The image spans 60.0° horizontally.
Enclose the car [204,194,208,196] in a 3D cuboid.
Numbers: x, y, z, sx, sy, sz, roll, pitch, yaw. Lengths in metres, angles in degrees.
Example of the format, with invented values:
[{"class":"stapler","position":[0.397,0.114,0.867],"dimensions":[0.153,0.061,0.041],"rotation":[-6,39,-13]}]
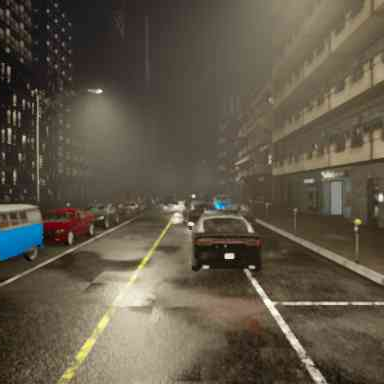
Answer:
[{"class":"car","position":[2.754,1.252,42.344],"dimensions":[1.887,1.381,4.507],"rotation":[0,0,0]}]

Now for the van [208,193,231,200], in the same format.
[{"class":"van","position":[2.736,1.119,31.298],"dimensions":[1.690,1.788,3.998],"rotation":[0,0,0]}]

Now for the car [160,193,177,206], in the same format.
[{"class":"car","position":[-2.950,1.224,47.338],"dimensions":[2.033,1.411,5.357],"rotation":[0,0,1]}]

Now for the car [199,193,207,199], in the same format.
[{"class":"car","position":[2.823,0.968,86.697],"dimensions":[1.752,1.417,4.829],"rotation":[0,0,0]}]

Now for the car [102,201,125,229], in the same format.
[{"class":"car","position":[-5.661,1.419,20.268],"dimensions":[1.947,1.339,4.313],"rotation":[0,0,0]}]

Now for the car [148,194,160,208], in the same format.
[{"class":"car","position":[-5.627,1.258,42.358],"dimensions":[2.008,1.369,4.403],"rotation":[0,0,0]}]

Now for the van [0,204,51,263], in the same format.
[{"class":"van","position":[-5.679,1.273,9.220],"dimensions":[1.690,1.788,3.998],"rotation":[0,0,0]}]

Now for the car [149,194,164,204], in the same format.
[{"class":"car","position":[-5.610,1.078,53.404],"dimensions":[1.967,1.590,4.097],"rotation":[0,0,0]}]

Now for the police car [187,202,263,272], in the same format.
[{"class":"police car","position":[0.917,1.346,10.696],"dimensions":[1.930,1.638,5.238],"rotation":[0,0,0]}]

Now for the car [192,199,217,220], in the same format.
[{"class":"car","position":[0.942,1.336,26.587],"dimensions":[1.812,1.442,4.674],"rotation":[0,0,0]}]

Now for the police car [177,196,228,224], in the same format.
[{"class":"police car","position":[0.495,1.276,20.596],"dimensions":[1.930,1.638,5.238],"rotation":[0,0,-8]}]

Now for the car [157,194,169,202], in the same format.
[{"class":"car","position":[-5.592,1.136,64.450],"dimensions":[1.947,1.339,4.313],"rotation":[0,0,0]}]

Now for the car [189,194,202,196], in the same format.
[{"class":"car","position":[0.079,1.295,44.442],"dimensions":[1.895,1.301,4.718],"rotation":[0,0,1]}]

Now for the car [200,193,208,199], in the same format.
[{"class":"car","position":[2.815,0.998,81.173],"dimensions":[1.752,1.417,4.829],"rotation":[0,0,0]}]

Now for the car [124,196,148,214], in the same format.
[{"class":"car","position":[-5.644,1.219,31.313],"dimensions":[1.967,1.590,4.097],"rotation":[0,0,0]}]

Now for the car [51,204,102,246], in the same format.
[{"class":"car","position":[-5.670,1.437,14.745],"dimensions":[1.887,1.381,4.507],"rotation":[0,0,0]}]

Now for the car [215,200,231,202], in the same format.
[{"class":"car","position":[2.720,1.404,20.254],"dimensions":[2.008,1.369,4.403],"rotation":[0,0,0]}]

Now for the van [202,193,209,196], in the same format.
[{"class":"van","position":[2.762,1.014,47.866],"dimensions":[1.690,1.788,3.998],"rotation":[0,0,0]}]

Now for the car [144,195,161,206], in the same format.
[{"class":"car","position":[-5.618,1.224,47.881],"dimensions":[2.008,1.369,4.403],"rotation":[0,0,0]}]
